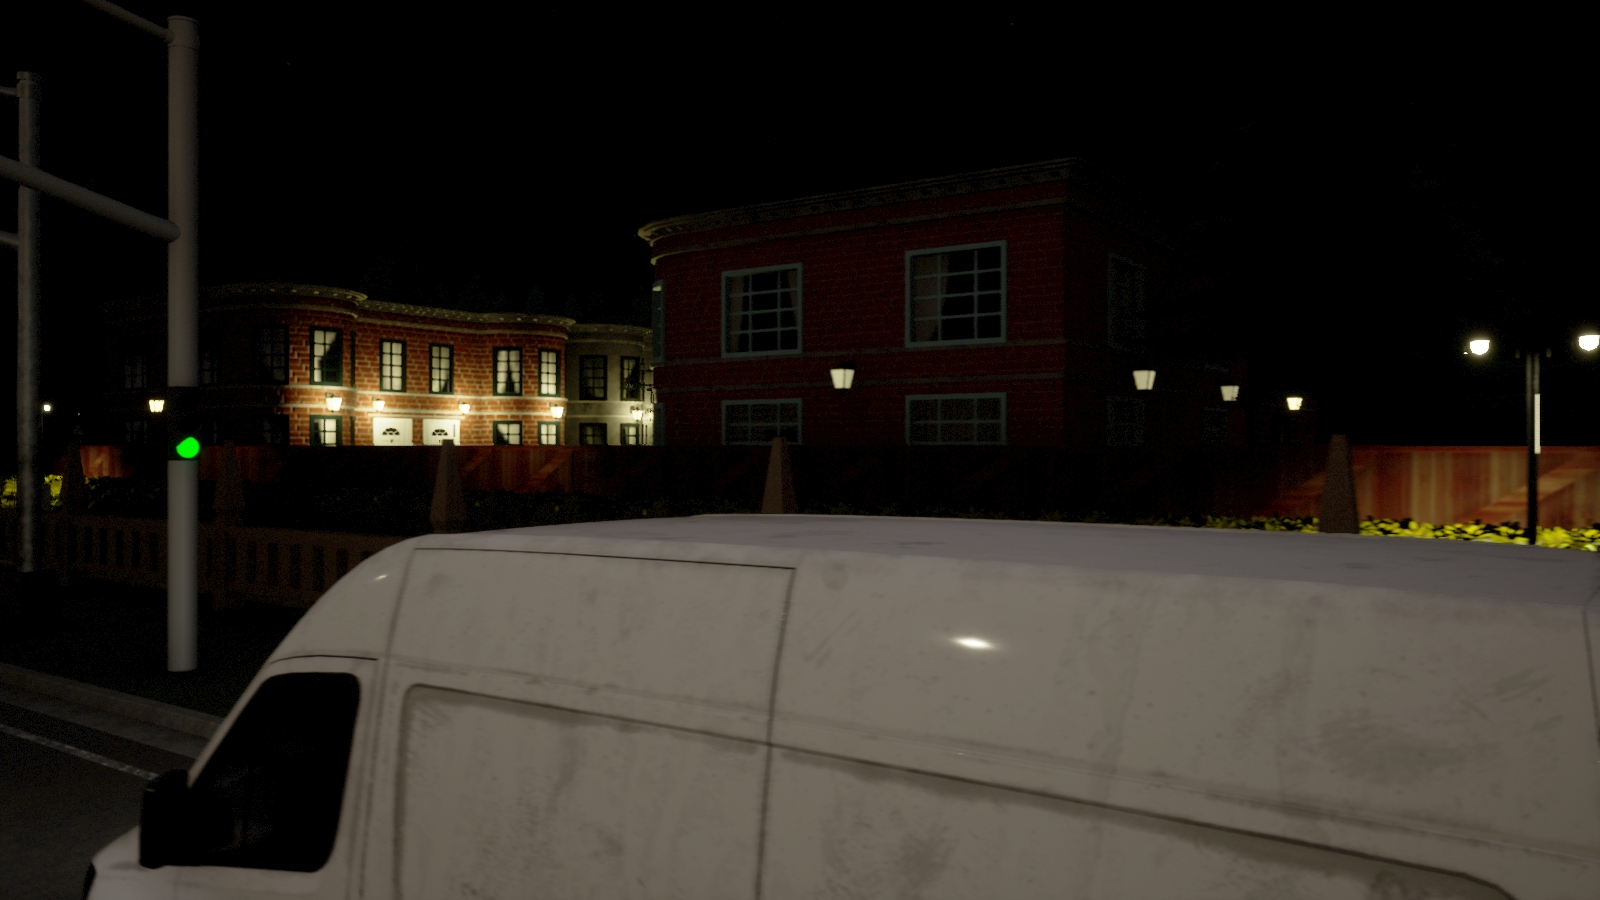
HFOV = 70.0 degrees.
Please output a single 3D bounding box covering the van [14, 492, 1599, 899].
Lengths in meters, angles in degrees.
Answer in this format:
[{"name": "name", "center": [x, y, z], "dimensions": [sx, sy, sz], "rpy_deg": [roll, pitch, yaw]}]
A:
[{"name": "van", "center": [-0.394, 1.526, 4.031], "dimensions": [5.915, 2.561, 1.988], "rpy_deg": [0, 0, 35]}]
